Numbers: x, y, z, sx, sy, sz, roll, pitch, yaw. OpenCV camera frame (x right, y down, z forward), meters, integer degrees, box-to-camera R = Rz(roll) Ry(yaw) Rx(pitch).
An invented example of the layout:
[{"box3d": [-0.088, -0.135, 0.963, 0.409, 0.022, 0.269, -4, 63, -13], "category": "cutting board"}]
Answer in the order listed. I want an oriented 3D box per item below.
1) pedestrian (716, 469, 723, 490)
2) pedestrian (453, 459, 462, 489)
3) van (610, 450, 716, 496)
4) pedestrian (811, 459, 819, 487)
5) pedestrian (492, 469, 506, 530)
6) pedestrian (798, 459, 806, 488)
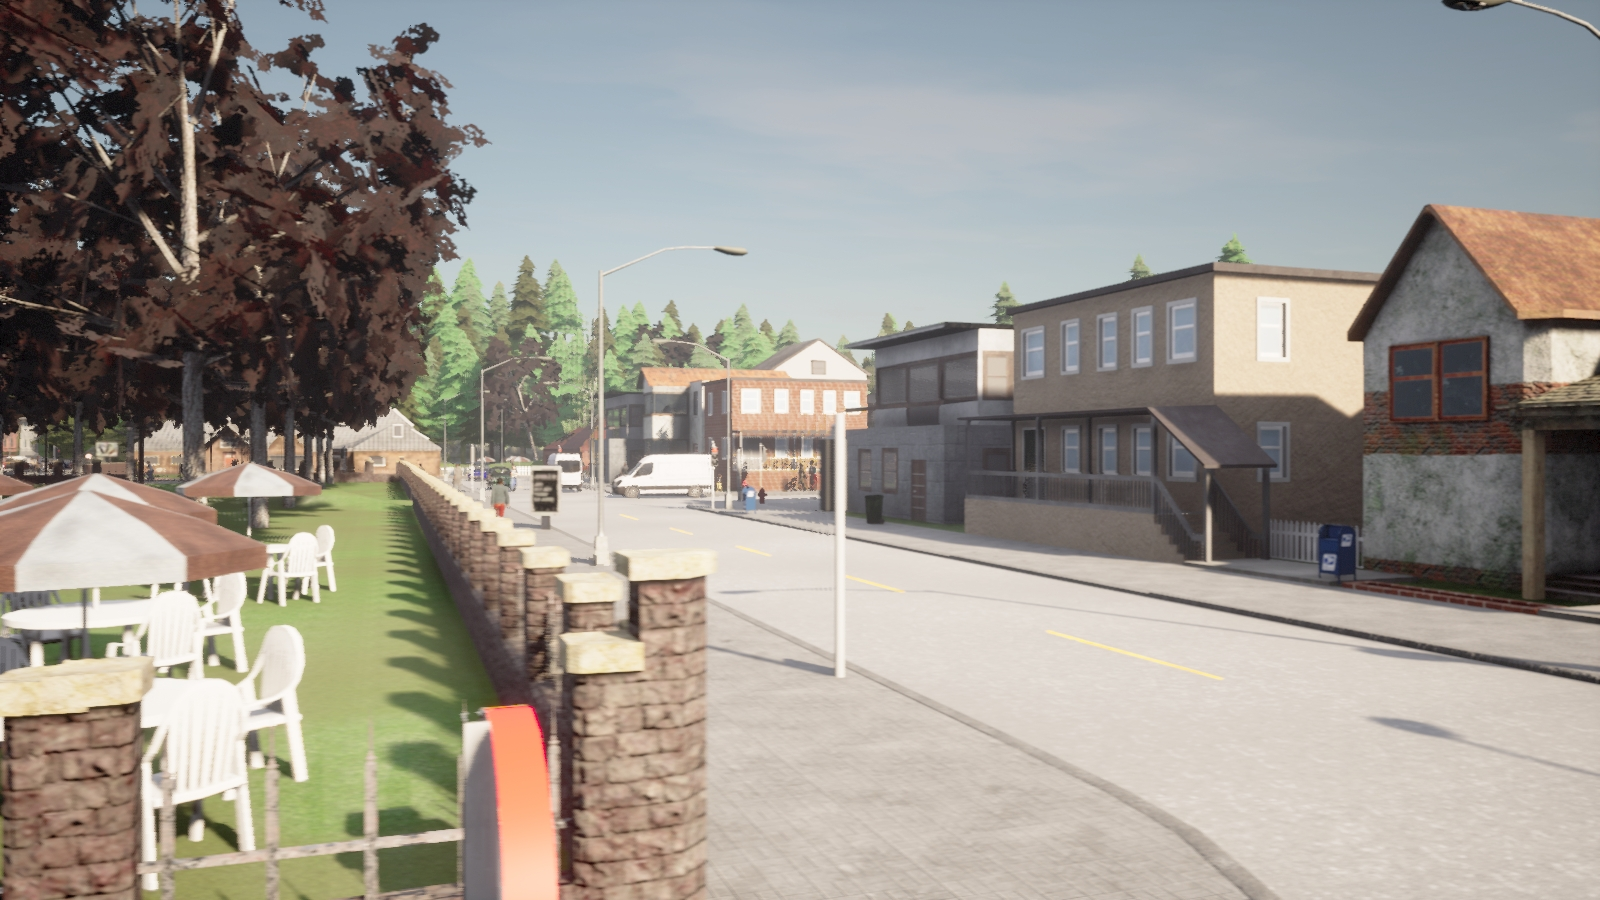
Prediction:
[{"box3d": [-4.946, 1.804, 69.876, 0.375, 1.300, 0.375, 0, 0, -12], "category": "pedestrian"}, {"box3d": [-21.435, 1.524, 71.500, 0.375, 1.860, 0.375, 0, 0, 43], "category": "pedestrian"}, {"box3d": [-8.049, 1.311, 66.851, 5.915, 2.561, 1.988, 0, 0, -16], "category": "van"}, {"box3d": [0.993, 1.510, 75.317, 0.375, 1.860, 0.375, 0, 0, -40], "category": "pedestrian"}, {"box3d": [-9.262, 1.524, 35.143, 0.375, 1.860, 0.375, 0, 0, -18], "category": "pedestrian"}, {"box3d": [0.132, 1.512, 74.433, 0.375, 1.860, 0.375, 0, 0, -22], "category": "pedestrian"}]
